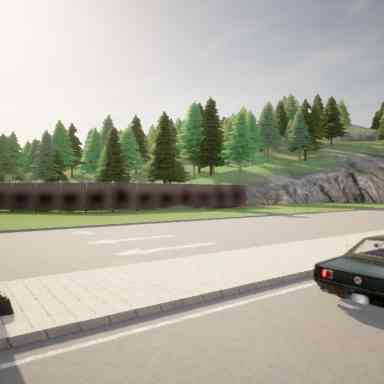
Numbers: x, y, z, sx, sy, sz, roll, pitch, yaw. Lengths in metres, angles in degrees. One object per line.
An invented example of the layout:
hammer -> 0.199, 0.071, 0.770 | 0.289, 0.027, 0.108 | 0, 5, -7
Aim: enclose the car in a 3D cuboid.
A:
car -> 4.783, 1.601, 7.156 | 4.718, 1.301, 1.895 | 0, 0, -35
